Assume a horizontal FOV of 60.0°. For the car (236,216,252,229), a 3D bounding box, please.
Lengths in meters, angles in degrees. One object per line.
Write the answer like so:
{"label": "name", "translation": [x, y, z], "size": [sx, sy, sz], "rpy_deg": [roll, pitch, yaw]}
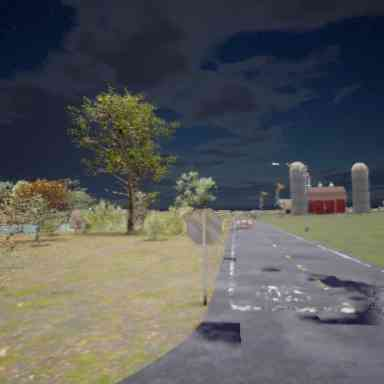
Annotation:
{"label": "car", "translation": [7.422, 4.277, 47.656], "size": [2.097, 1.767, 4.553], "rpy_deg": [-1, -4, 7]}
